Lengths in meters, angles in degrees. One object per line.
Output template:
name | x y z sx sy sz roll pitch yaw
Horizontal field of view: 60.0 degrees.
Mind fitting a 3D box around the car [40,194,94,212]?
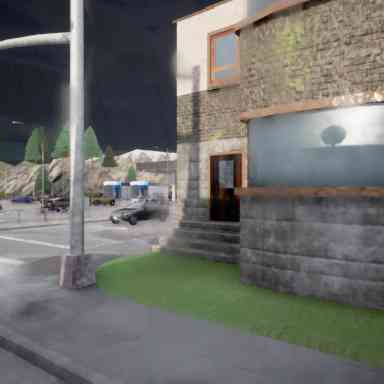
car | -13.159 1.313 35.223 2.007 1.523 4.514 0 0 35

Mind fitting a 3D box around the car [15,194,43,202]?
car | -36.223 1.346 74.062 2.152 1.636 5.027 0 0 35

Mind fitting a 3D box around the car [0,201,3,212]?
car | -20.215 1.247 31.575 1.970 1.475 3.806 0 0 35

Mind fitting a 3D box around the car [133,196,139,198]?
car | -8.202 1.376 54.355 1.970 1.475 3.806 0 0 35

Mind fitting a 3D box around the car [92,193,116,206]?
car | -13.059 1.113 47.405 1.932 1.855 4.605 0 0 35

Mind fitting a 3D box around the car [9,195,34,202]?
car | -38.816 1.355 75.828 2.007 1.523 4.514 0 0 35

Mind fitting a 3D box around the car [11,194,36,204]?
car | -30.968 1.335 60.963 1.845 1.501 3.633 0 0 35

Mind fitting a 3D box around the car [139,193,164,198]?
car | -5.838 1.092 51.939 1.905 1.878 3.866 0 0 35

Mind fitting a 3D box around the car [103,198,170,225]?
car | -3.408 1.349 22.453 1.812 1.442 4.674 0 0 35

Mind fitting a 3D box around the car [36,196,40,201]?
car | -22.827 1.313 55.167 2.007 1.523 4.514 0 0 35
